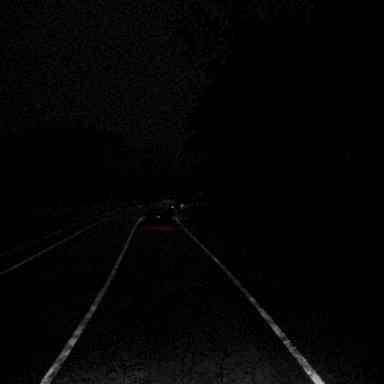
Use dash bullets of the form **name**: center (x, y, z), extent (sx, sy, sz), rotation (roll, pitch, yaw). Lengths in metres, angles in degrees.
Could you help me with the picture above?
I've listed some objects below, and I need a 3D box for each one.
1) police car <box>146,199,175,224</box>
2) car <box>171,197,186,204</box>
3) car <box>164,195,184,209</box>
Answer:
- **police car**: center (-2.637, 1.607, 26.525), extent (1.930, 1.638, 5.238), rotation (-1, 0, -5)
- **car**: center (-2.867, 1.756, 70.564), extent (1.837, 1.490, 4.892), rotation (1, 0, 14)
- **car**: center (-3.032, 1.485, 50.412), extent (2.150, 2.045, 5.566), rotation (0, 0, 4)
